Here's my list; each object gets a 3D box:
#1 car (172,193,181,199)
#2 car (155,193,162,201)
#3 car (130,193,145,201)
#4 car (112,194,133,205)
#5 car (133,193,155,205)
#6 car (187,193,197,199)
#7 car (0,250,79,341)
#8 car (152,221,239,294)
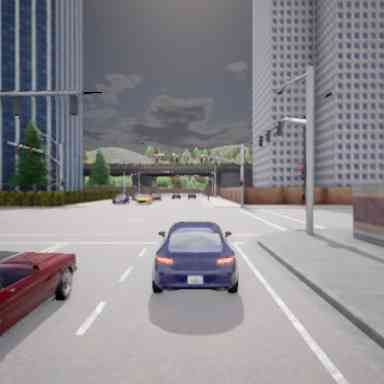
[{"bbox_3d":[-3.503,0.917,74.783,1.812,1.442,4.674,0,0,0],"label":"car"},{"bbox_3d":[-7.021,0.970,64.979,1.882,1.535,5.008,0,1,0],"label":"car"},{"bbox_3d":[-10.522,0.985,64.994,2.128,1.511,4.902,0,1,1],"label":"car"},{"bbox_3d":[-10.576,1.103,49.630,2.128,1.511,4.902,0,0,0],"label":"car"},{"bbox_3d":[-7.076,1.089,49.638,1.882,1.535,5.008,0,1,0],"label":"car"},{"bbox_3d":[-0.003,0.893,74.783,1.837,1.490,4.892,0,0,0],"label":"car"},{"bbox_3d":[-3.440,1.559,5.249,1.895,1.301,4.718,0,0,0],"label":"car"},{"bbox_3d":[0.078,1.458,8.509,1.812,1.442,4.674,0,0,0],"label":"car"}]
